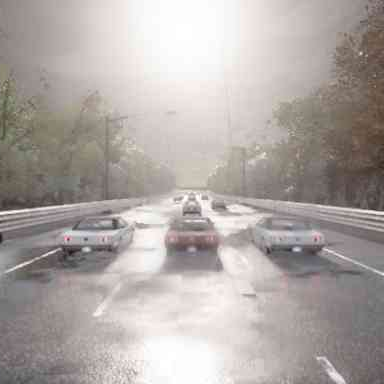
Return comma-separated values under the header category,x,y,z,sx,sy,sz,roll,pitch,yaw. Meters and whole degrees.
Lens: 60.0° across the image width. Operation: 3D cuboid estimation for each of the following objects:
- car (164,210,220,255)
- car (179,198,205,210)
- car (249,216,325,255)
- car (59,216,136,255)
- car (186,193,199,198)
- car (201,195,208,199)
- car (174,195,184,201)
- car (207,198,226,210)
category,x,y,z,sx,sy,sz,roll,pitch,yaw
car,0.003,1.617,13.284,1.895,1.301,4.718,0,0,0
car,0.004,1.579,32.350,2.033,1.411,5.357,0,0,0
car,3.502,1.618,13.283,1.895,1.301,4.718,0,0,0
car,-3.498,1.617,13.284,1.895,1.301,4.718,0,0,0
car,0.009,1.567,76.368,1.812,1.442,4.674,0,0,0
car,3.512,1.538,92.899,1.837,1.490,4.892,0,0,0
car,-3.490,1.566,82.406,2.128,1.511,4.902,0,0,0
car,3.504,1.585,44.348,2.033,1.411,5.357,0,0,0
